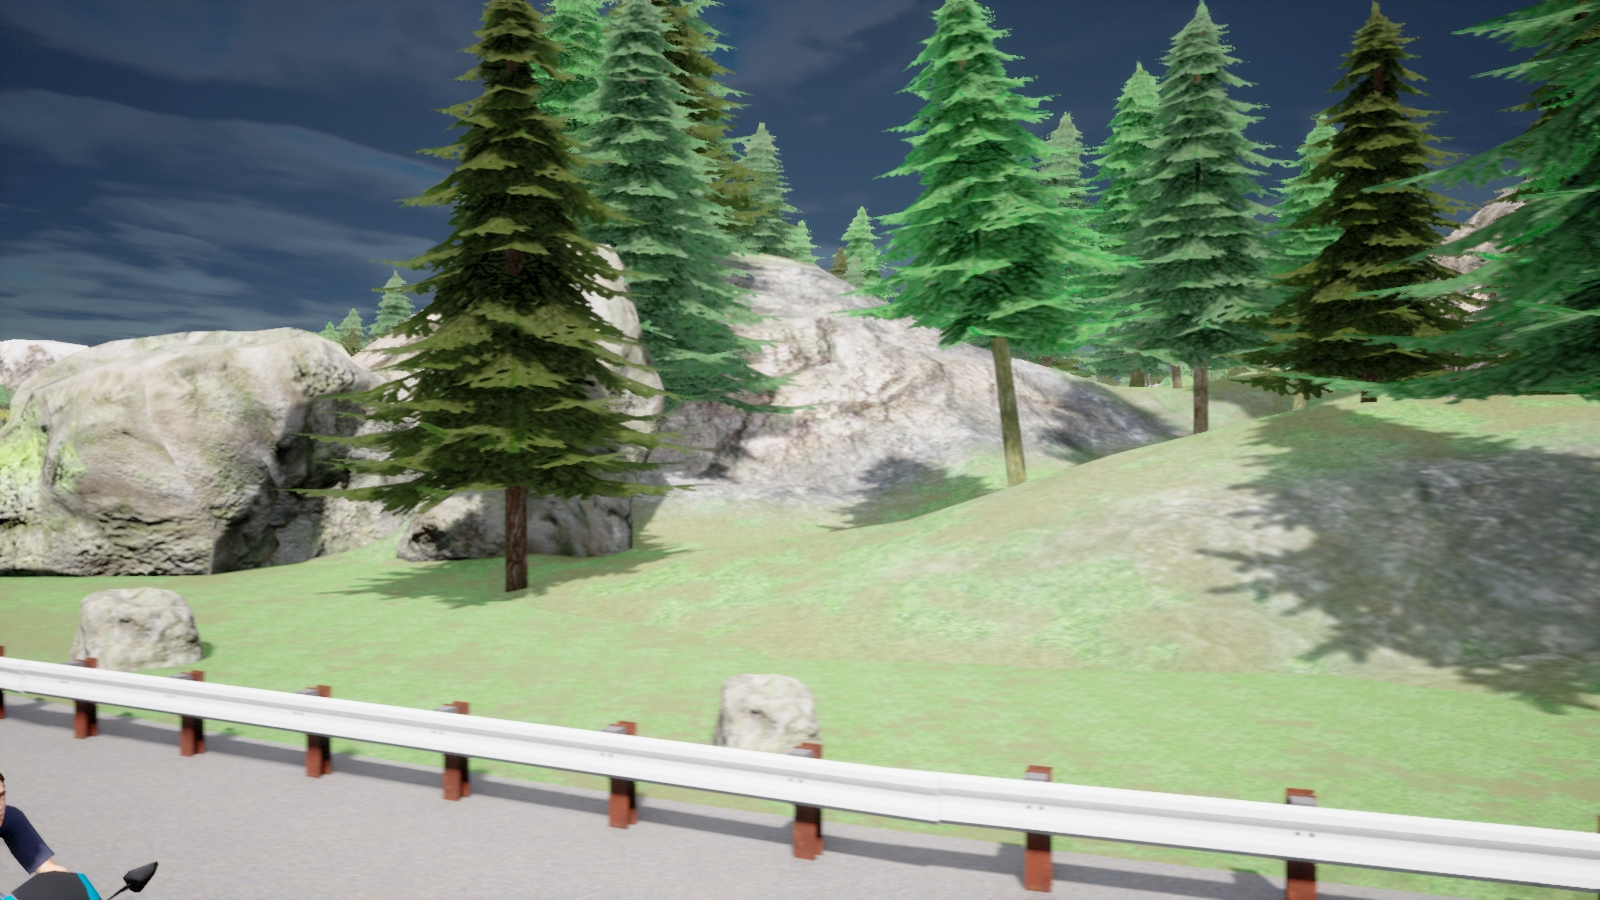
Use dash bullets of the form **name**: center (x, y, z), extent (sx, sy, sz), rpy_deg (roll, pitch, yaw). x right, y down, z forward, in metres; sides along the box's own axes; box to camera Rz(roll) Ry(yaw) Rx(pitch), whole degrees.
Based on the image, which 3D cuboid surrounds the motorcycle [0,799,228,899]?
- **motorcycle**: center (-3.381, 2.178, 4.606), extent (2.033, 1.217, 0.803), rpy_deg (0, 0, 24)
